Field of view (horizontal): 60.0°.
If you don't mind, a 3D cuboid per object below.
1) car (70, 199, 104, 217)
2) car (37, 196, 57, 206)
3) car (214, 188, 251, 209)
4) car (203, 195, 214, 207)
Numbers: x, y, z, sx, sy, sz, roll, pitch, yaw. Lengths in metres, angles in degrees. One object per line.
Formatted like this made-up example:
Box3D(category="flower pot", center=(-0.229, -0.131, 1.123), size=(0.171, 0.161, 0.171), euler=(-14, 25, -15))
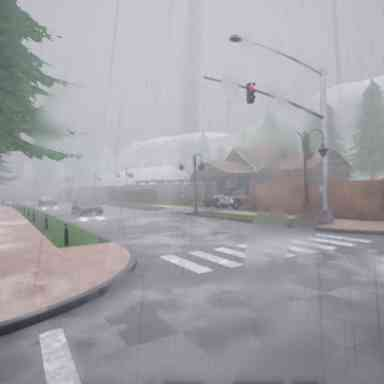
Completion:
Box3D(category="car", center=(-9.226, 1.296, 28.892), size=(2.033, 1.411, 5.357), euler=(-2, 1, -30))
Box3D(category="car", center=(-20.804, 1.261, 47.778), size=(1.812, 1.442, 4.674), euler=(-2, 1, -35))
Box3D(category="car", center=(4.745, 0.531, 30.607), size=(4.605, 1.855, 1.932), euler=(-2, 1, -30))
Box3D(category="car", center=(3.133, 0.542, 32.576), size=(3.866, 1.878, 1.905), euler=(-2, 1, -30))
